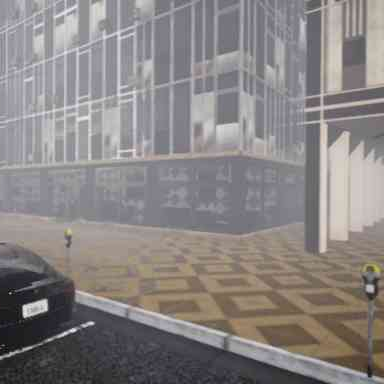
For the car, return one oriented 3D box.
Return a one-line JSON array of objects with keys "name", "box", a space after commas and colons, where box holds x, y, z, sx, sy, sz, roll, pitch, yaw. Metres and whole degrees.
[{"name": "car", "box": [-3.723, 1.535, 5.527, 4.313, 1.339, 1.947, 0, 0, 36]}]
